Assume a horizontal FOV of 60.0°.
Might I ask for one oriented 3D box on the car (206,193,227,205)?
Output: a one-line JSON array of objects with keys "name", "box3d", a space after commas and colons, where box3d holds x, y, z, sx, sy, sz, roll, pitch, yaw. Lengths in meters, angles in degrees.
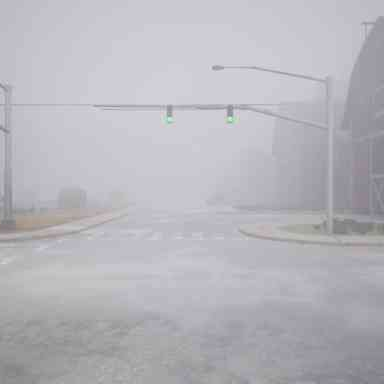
[{"name": "car", "box3d": [4.165, 1.138, 57.253, 1.905, 1.878, 3.866, -8, 3, -42]}]
